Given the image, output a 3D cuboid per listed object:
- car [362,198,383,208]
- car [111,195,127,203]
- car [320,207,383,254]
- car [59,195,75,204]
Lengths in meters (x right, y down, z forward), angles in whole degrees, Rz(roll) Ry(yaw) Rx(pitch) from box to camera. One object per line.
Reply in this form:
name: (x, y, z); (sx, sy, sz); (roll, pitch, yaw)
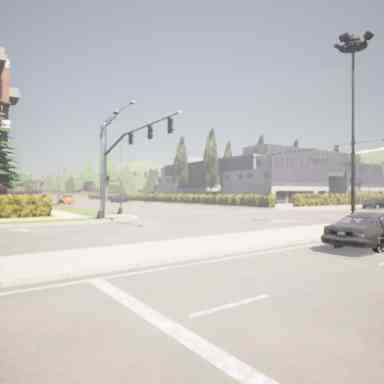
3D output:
car: (24.981, 1.553, 45.062); (4.892, 1.490, 1.837); (0, 0, -34)
car: (-15.107, 1.390, 68.829); (2.097, 1.767, 4.553); (0, 0, -34)
car: (7.453, 1.562, 13.678); (5.357, 1.411, 2.033); (0, 0, -37)
car: (-23.761, 1.377, 63.020); (2.097, 1.767, 4.553); (0, 0, -34)
